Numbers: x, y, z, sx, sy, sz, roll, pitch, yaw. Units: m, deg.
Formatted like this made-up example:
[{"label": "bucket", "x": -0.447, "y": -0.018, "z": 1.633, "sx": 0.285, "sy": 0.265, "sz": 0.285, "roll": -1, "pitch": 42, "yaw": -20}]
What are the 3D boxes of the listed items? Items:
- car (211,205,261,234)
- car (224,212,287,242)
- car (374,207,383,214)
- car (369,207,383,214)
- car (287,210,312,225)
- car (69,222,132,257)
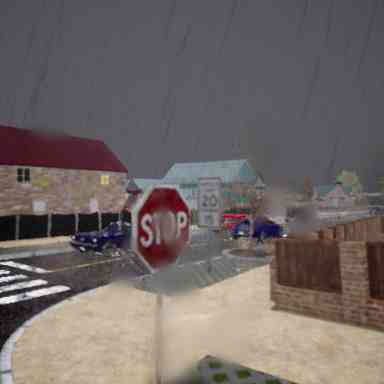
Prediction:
[{"label": "car", "x": 3.494, "y": 2.047, "z": 25.051, "sx": 2.150, "sy": 2.045, "sz": 5.566, "roll": 0, "pitch": -2, "yaw": 35}, {"label": "car", "x": 4.160, "y": 2.269, "z": 21.047, "sx": 1.812, "sy": 1.442, "sz": 4.674, "roll": 0, "pitch": -2, "yaw": 35}, {"label": "car", "x": 44.261, "y": 4.332, "z": 78.095, "sx": 2.033, "sy": 1.411, "sz": 5.357, "roll": 0, "pitch": -2, "yaw": 35}, {"label": "car", "x": 38.612, "y": 3.927, "z": 70.057, "sx": 1.812, "sy": 1.442, "sz": 4.674, "roll": 0, "pitch": -2, "yaw": 35}, {"label": "car", "x": 11.912, "y": 2.784, "z": 36.988, "sx": 1.812, "sy": 1.442, "sz": 4.674, "roll": 0, "pitch": -2, "yaw": 36}, {"label": "car", "x": -3.231, "y": 2.089, "z": 15.528, "sx": 1.895, "sy": 1.301, "sz": 4.718, "roll": 0, "pitch": -2, "yaw": 36}]
